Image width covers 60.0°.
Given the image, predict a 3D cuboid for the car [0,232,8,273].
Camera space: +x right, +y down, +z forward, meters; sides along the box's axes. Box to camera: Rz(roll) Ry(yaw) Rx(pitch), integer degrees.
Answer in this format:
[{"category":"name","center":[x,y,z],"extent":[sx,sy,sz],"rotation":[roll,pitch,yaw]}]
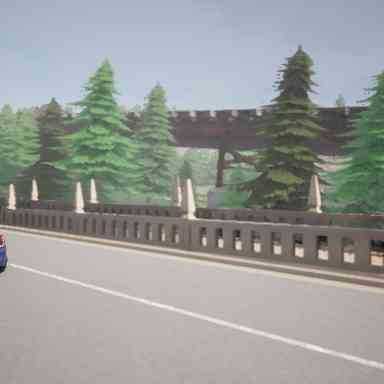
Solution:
[{"category":"car","center":[-6.975,1.245,8.970],"extent":[4.553,1.767,2.097],"rotation":[1,0,36]}]
